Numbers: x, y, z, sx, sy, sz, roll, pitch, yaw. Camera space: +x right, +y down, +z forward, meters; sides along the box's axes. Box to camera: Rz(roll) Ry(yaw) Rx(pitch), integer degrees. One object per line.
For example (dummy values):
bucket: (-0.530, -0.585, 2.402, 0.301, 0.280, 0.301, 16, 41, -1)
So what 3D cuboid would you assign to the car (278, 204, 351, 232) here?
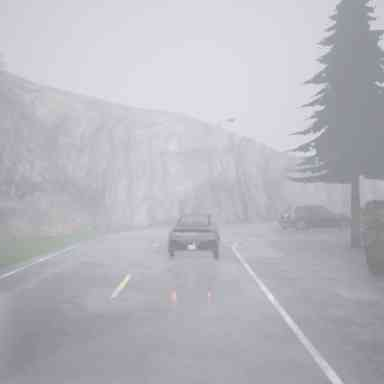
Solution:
car: (8.021, 1.584, 21.656, 4.553, 1.767, 2.097, 0, -1, -13)

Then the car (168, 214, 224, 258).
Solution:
car: (0.222, 1.638, 13.462, 2.128, 1.511, 4.902, 0, 0, 5)
